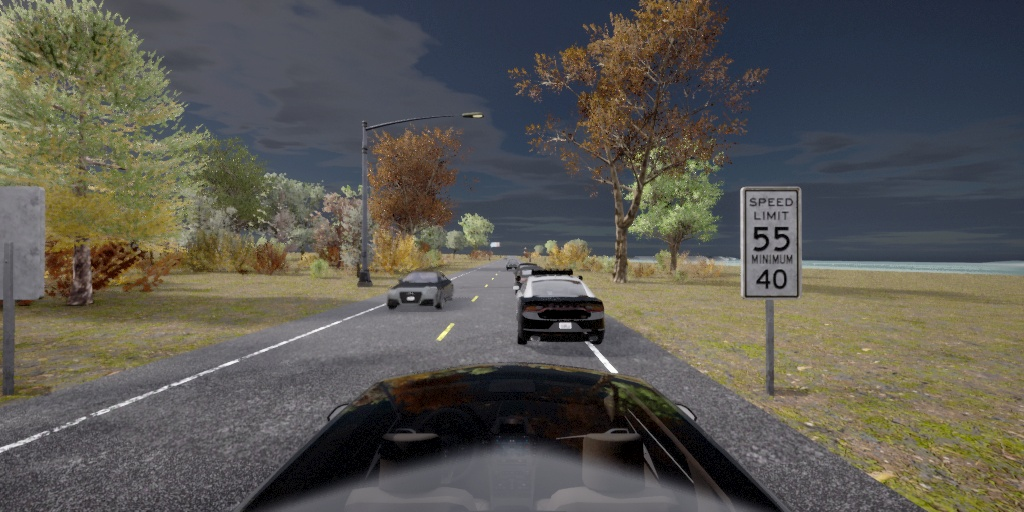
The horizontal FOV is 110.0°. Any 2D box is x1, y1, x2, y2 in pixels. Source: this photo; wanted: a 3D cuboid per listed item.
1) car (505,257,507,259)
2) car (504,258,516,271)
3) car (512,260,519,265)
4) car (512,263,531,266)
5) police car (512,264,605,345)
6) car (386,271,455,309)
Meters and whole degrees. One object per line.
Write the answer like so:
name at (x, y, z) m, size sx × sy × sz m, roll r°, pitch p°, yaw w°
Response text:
car at (0.164, 1.283, 61.365) m, size 2.033 × 1.411 × 5.357 m, roll 0°, pitch 0°, yaw 0°
car at (0.160, 1.343, 49.589) m, size 1.895 × 1.301 × 4.718 m, roll 0°, pitch 0°, yaw 1°
car at (1.096, 1.254, 25.558) m, size 1.837 × 1.490 × 4.892 m, roll 0°, pitch 0°, yaw 0°
car at (1.076, 1.275, 19.559) m, size 1.812 × 1.442 × 4.674 m, roll 0°, pitch 0°, yaw 0°
police car at (1.057, 1.175, 9.674) m, size 1.930 × 1.638 × 5.238 m, roll 0°, pitch 0°, yaw 0°
car at (-3.583, 1.314, 14.678) m, size 1.994 × 1.385 × 4.181 m, roll 0°, pitch 0°, yaw 0°
